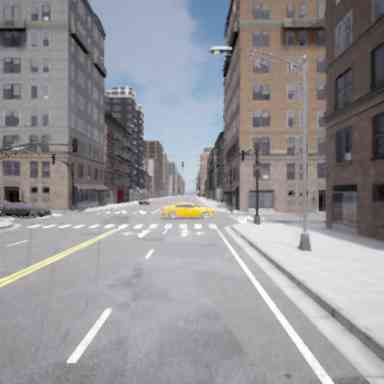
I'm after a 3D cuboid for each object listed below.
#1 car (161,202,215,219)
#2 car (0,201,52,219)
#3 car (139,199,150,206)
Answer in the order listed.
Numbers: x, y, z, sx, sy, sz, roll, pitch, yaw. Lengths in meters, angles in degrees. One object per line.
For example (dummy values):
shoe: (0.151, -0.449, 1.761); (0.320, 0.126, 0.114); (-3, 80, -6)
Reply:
car: (-0.344, 1.737, 31.093); (5.008, 1.535, 1.882); (0, 0, 0)
car: (-16.021, 1.705, 30.987); (5.357, 1.411, 2.033); (1, 0, 0)
car: (-9.717, 2.093, 68.026); (1.895, 1.301, 4.718); (0, 0, 0)
